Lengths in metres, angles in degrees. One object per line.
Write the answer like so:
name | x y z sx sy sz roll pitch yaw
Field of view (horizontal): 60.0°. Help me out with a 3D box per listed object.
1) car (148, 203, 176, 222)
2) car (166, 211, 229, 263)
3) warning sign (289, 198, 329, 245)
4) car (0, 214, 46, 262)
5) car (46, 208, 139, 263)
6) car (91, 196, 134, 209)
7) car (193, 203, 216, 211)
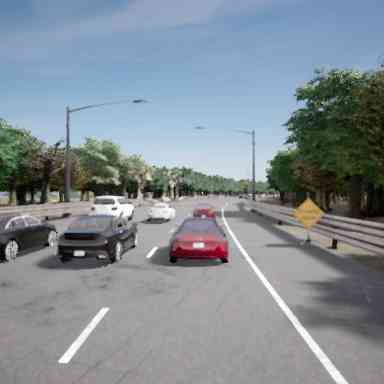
car | -2.480 1.667 27.708 1.812 1.442 4.674 0 0 4
car | 0.284 1.619 12.277 1.994 1.385 4.181 0 0 2
warning sign | 4.817 1.178 13.759 1.300 1.860 1.060 0 0 2
car | -6.723 1.544 12.304 2.128 1.511 4.902 0 0 2
car | -3.222 1.559 12.226 1.837 1.490 4.892 0 0 2
car | -6.109 1.353 26.096 2.150 2.045 5.566 0 0 4
car | 1.019 1.668 27.610 1.812 1.442 4.674 0 0 4
